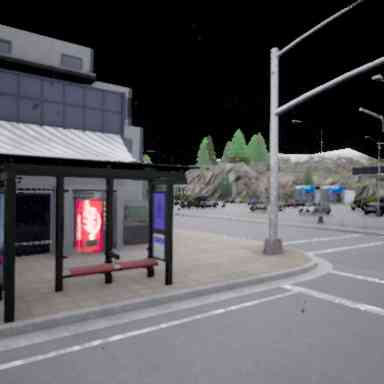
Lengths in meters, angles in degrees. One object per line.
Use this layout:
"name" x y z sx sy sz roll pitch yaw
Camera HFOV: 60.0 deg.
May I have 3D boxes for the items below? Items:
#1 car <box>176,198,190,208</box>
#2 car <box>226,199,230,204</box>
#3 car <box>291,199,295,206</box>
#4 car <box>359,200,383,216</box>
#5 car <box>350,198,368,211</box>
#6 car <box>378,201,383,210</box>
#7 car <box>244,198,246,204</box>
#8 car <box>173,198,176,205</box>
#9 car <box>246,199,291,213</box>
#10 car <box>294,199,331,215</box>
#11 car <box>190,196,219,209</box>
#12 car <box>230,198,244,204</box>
"car" 0.242 1.661 54.625 4.605 1.855 1.932 1 0 -36
"car" 10.666 2.210 84.985 4.514 1.523 2.007 1 0 -36
"car" 18.998 2.080 60.225 4.514 1.523 2.007 1 0 -36
"car" 21.592 1.956 38.213 4.514 1.523 2.007 1 0 -36
"car" 25.682 1.872 49.690 4.605 1.855 1.932 1 0 -36
"car" 32.547 2.236 54.661 3.806 1.475 1.970 1 0 -36
"car" 13.207 2.102 68.369 3.633 1.501 1.845 1 0 -36
"car" -2.715 2.036 71.707 3.806 1.475 1.970 1 0 -36
"car" 9.728 1.724 42.108 5.027 1.636 2.152 1 0 -36
"car" 13.731 1.807 37.081 3.806 1.475 1.970 1 0 -36
"car" 2.271 1.646 52.504 3.866 1.878 1.905 1 0 -36
"car" 12.537 2.202 82.467 5.027 1.636 2.152 1 0 -36
